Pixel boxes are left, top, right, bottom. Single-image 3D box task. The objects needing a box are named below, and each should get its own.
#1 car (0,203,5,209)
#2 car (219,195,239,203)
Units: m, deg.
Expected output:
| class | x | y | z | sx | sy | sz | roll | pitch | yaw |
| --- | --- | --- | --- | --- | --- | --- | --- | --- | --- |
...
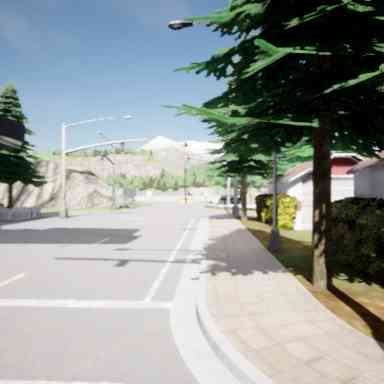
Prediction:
| class | x | y | z | sx | sy | sz | roll | pitch | yaw |
| --- | --- | --- | --- | --- | --- | --- | --- | --- | --- |
| car | -23.559 | 1.567 | 37.754 | 4.181 | 1.385 | 1.994 | 0 | 0 | 4 |
| car | 7.598 | 1.329 | 66.076 | 4.553 | 1.767 | 2.097 | 0 | 0 | 3 |
